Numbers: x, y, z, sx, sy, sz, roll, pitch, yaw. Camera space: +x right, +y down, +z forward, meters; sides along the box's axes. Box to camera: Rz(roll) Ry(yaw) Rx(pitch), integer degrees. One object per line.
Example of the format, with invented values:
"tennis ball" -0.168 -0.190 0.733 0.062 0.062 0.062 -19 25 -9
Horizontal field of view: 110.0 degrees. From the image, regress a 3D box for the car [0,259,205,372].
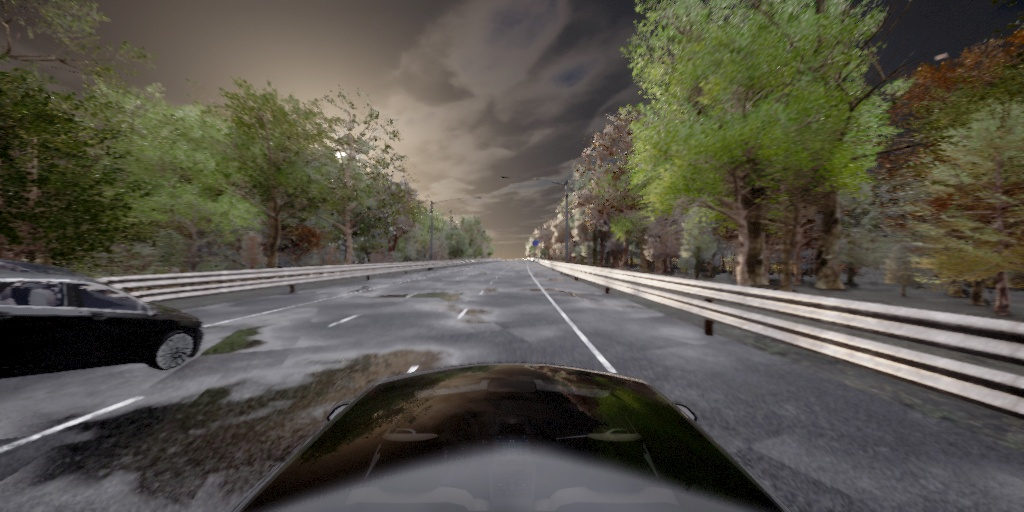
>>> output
"car" -6.666 0.875 4.929 2.128 1.511 4.902 13 -10 0
